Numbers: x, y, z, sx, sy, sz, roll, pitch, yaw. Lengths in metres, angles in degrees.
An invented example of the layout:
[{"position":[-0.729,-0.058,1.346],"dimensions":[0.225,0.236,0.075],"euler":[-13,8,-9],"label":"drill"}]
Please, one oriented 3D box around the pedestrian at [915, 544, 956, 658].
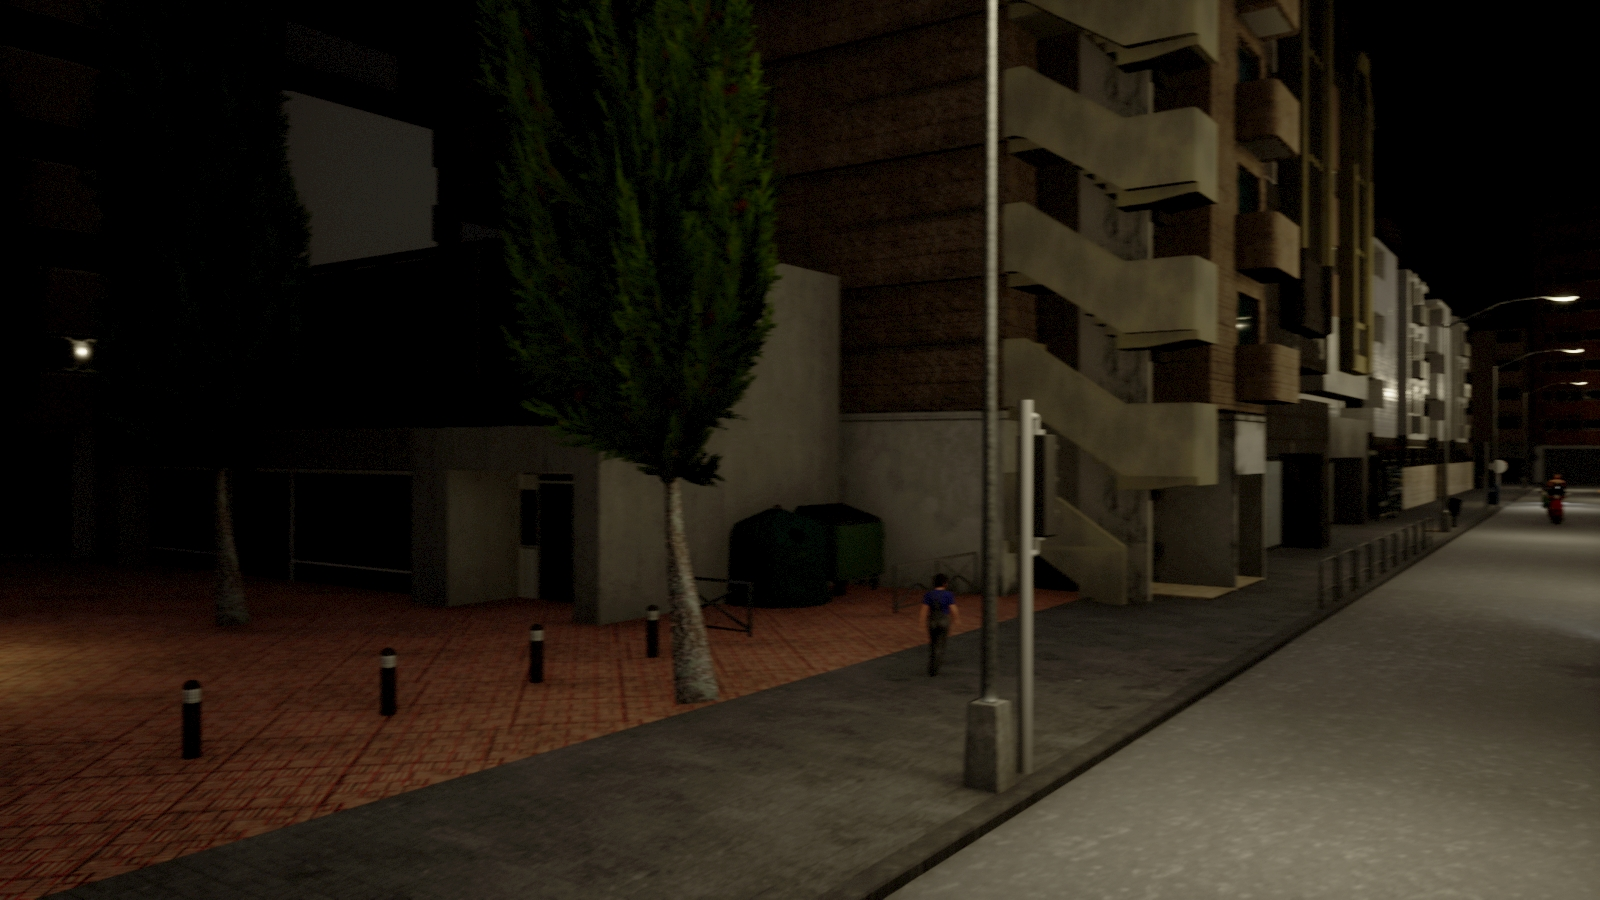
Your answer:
[{"position":[1.632,1.804,13.760],"dimensions":[0.375,1.300,0.375],"euler":[0,0,27],"label":"pedestrian"}]
